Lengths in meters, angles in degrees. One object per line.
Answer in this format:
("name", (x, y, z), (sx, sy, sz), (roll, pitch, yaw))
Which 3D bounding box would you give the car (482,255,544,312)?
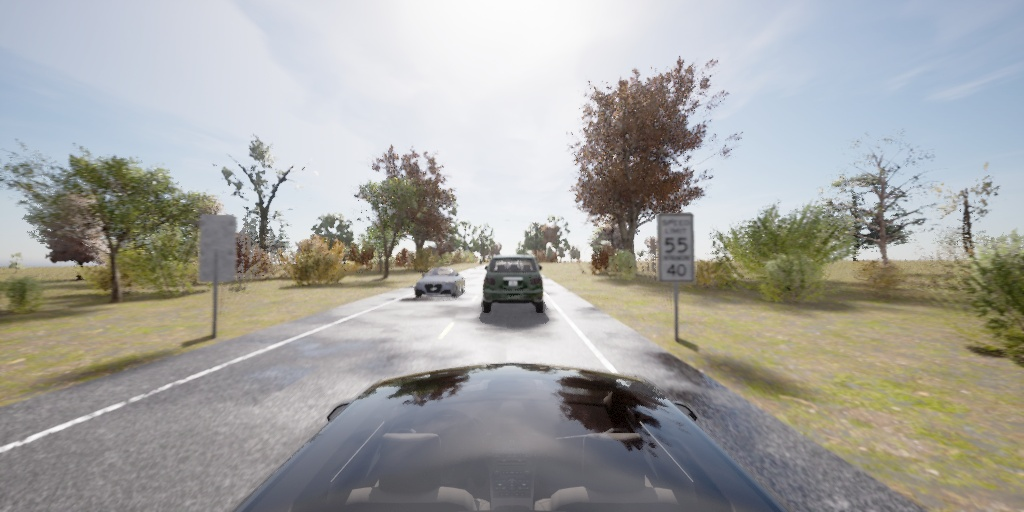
("car", (0.055, 0.968, 14.318), (2.150, 2.045, 5.566), (0, 0, 0))

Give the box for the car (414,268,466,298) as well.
("car", (-3.558, 1.311, 18.303), (1.994, 1.385, 4.181), (0, 0, 0))
